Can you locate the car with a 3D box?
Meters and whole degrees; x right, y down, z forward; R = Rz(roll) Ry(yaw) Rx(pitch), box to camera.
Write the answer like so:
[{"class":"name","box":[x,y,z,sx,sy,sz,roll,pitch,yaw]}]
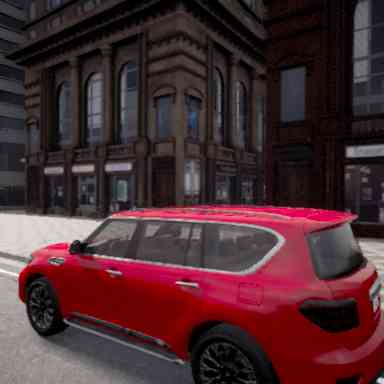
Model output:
[{"class":"car","box":[-0.302,1.216,4.977,5.566,2.045,2.150,0,0,36]}]
